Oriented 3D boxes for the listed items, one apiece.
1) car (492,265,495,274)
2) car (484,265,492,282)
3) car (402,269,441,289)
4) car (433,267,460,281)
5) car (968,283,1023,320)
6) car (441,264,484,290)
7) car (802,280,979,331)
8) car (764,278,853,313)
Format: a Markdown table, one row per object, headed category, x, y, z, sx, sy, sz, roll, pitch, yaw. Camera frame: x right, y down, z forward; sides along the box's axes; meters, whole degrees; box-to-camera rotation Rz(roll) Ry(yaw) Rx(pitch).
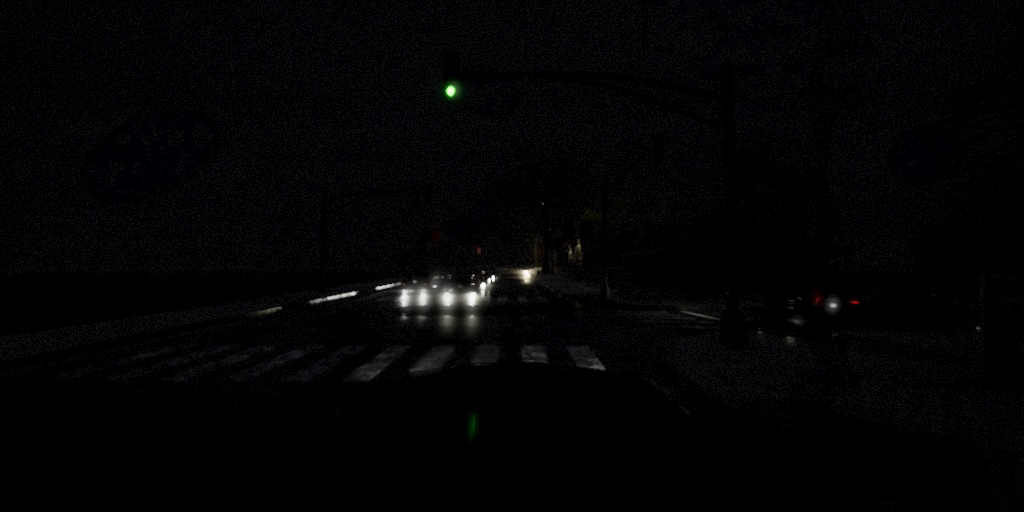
| category | x | y | z | sx | sy | sz | roll | pitch | yaw |
| --- | --- | --- | --- | --- | --- | --- | --- | --- | --- |
| car | -3.326 | 1.782 | 42.746 | 1.812 | 1.442 | 4.674 | 0 | -1 | 0 |
| car | -3.336 | 1.499 | 33.789 | 2.097 | 1.767 | 4.553 | 0 | -1 | 0 |
| car | -6.591 | 1.622 | 26.418 | 1.994 | 1.385 | 4.181 | 0 | -1 | 0 |
| car | -6.587 | 1.779 | 36.373 | 1.895 | 1.301 | 4.718 | 0 | -1 | 0 |
| car | 22.956 | 1.899 | 15.014 | 5.357 | 1.411 | 2.033 | 1 | -2 | -3 |
| car | -3.300 | 1.392 | 24.960 | 2.097 | 1.767 | 4.553 | 0 | -1 | -1 |
| car | 12.481 | 1.620 | 11.776 | 4.181 | 1.385 | 1.994 | 1 | -2 | -2 |
| car | 13.068 | 1.665 | 14.650 | 5.008 | 1.535 | 1.882 | 1 | -2 | -2 |
